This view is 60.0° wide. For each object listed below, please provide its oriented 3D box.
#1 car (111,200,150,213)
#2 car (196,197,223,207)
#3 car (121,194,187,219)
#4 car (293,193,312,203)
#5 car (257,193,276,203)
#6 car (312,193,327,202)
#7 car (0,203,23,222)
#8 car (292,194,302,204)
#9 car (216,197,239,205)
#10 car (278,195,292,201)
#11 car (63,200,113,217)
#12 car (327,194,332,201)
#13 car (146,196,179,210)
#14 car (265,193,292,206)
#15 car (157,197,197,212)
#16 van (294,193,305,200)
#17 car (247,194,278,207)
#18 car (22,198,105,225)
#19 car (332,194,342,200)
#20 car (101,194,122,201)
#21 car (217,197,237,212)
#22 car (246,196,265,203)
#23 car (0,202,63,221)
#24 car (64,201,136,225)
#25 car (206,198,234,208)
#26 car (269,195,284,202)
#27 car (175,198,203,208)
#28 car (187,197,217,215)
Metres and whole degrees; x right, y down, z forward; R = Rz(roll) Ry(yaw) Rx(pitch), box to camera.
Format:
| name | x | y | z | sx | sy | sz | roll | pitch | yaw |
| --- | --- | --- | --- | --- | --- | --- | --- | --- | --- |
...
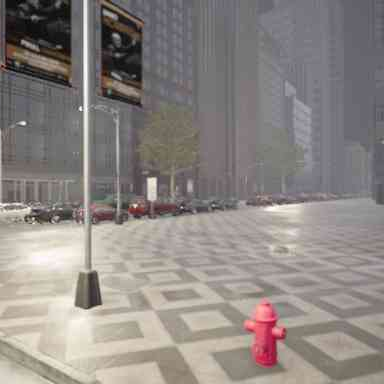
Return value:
| name | x | y | z | sx | sy | sz | roll | pitch | yaw |
| --- | --- | --- | --- | --- | --- | --- | --- | --- | --- |
| car | -6.810 | 1.546 | 36.935 | 1.802 | 1.307 | 4.206 | 0 | 0 | 35 |
| car | 2.704 | 1.447 | 50.718 | 1.752 | 1.417 | 4.829 | 0 | 0 | 35 |
| car | -3.001 | 1.219 | 27.449 | 2.192 | 1.841 | 5.009 | 0 | 0 | 35 |
| car | 19.421 | 1.130 | 59.933 | 2.192 | 1.841 | 5.009 | -1 | 0 | 35 |
| car | 15.614 | 1.196 | 69.424 | 2.192 | 1.841 | 5.009 | 0 | 0 | 35 |
| car | 25.828 | 1.111 | 69.214 | 2.192 | 1.841 | 5.009 | -1 | 0 | 35 |
| car | -12.988 | 1.514 | 23.128 | 1.812 | 1.442 | 4.674 | -1 | 0 | 35 |
| car | 16.219 | 1.390 | 55.291 | 1.947 | 1.339 | 4.313 | -1 | 0 | 35 |
| car | 6.004 | 1.476 | 55.500 | 1.947 | 1.339 | 4.313 | 0 | 0 | 35 |
| car | 22.022 | 1.446 | 78.704 | 1.802 | 1.307 | 4.206 | 0 | 0 | 35 |
| car | -10.013 | 1.547 | 32.294 | 1.947 | 1.339 | 4.313 | 0 | 0 | 35 |
| car | 29.129 | 1.314 | 73.993 | 1.752 | 1.417 | 4.829 | -1 | 0 | 35 |
| car | -3.608 | 1.388 | 41.575 | 1.967 | 1.590 | 4.097 | 0 | 0 | 35 |
| car | 13.015 | 1.149 | 50.652 | 2.192 | 1.841 | 5.009 | 0 | 0 | 35 |
| car | -1.701 | 1.416 | 39.470 | 2.128 | 1.511 | 4.902 | -1 | 0 | 35 |
| van | 28.427 | 1.205 | 87.989 | 1.690 | 1.788 | 3.998 | -1 | 0 | 35 |
| car | 9.812 | 1.390 | 46.010 | 1.887 | 1.381 | 4.507 | 0 | 0 | 35 |
| car | -8.940 | 1.458 | 23.617 | 1.837 | 1.490 | 4.892 | -2 | 0 | 36 |
| car | 35.438 | 1.369 | 83.134 | 1.802 | 1.307 | 4.206 | -1 | 0 | 35 |
| car | -7.408 | 1.176 | 31.227 | 2.150 | 2.045 | 5.566 | -1 | 0 | 35 |
| car | 3.406 | 1.437 | 36.729 | 1.947 | 1.339 | 4.313 | 0 | 0 | 35 |
| car | 12.411 | 1.435 | 64.782 | 1.887 | 1.381 | 4.507 | 0 | 0 | 35 |
| car | -13.217 | 1.566 | 27.652 | 1.947 | 1.339 | 4.313 | 0 | 0 | 35 |
| car | -6.202 | 1.506 | 22.807 | 1.802 | 1.307 | 4.206 | 0 | 0 | 35 |
| car | 4.139 | 1.500 | 47.861 | 1.895 | 1.301 | 4.718 | -1 | 0 | 34 |
| car | 18.820 | 1.438 | 74.065 | 1.947 | 1.339 | 4.313 | 0 | 0 | 35 |
| car | -0.403 | 1.516 | 46.217 | 1.802 | 1.307 | 4.206 | 0 | 0 | 35 |
| car | 0.204 | 1.453 | 32.089 | 1.947 | 1.339 | 4.313 | 0 | 0 | 35 |
